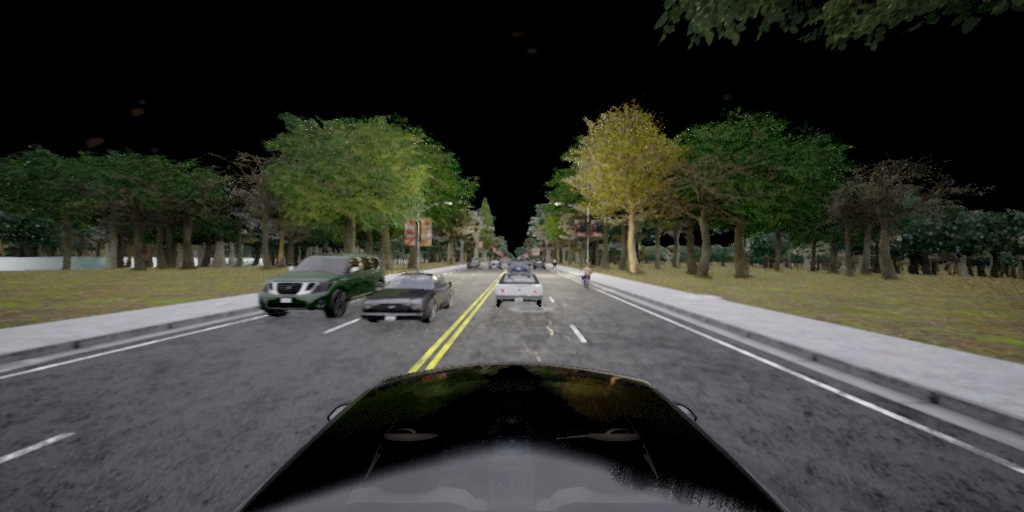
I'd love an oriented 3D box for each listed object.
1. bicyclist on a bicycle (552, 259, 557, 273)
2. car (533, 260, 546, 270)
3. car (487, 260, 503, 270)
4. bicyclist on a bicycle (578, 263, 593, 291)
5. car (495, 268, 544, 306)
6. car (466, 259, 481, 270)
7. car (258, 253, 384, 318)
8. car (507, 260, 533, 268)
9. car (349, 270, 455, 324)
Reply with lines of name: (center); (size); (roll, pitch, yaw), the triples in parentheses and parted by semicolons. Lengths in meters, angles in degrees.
bicyclist on a bicycle: (4.775, 1.203, 40.337); (0.659, 1.776, 1.843); (0, 0, 1)
car: (4.266, 1.390, 56.509); (1.812, 1.442, 4.674); (0, 0, 1)
car: (-2.470, 1.322, 52.911); (1.812, 1.442, 4.674); (0, 0, 1)
bicyclist on a bicycle: (4.448, 1.241, 21.479); (0.866, 1.612, 1.509); (1, 0, 1)
car: (0.304, 1.365, 15.757); (1.895, 1.301, 4.718); (0, 0, 1)
car: (-5.702, 1.276, 53.784); (1.837, 1.490, 4.892); (0, 0, 1)
car: (-6.437, 0.925, 13.062); (2.150, 2.045, 5.566); (0, 0, 1)
car: (0.625, 1.138, 34.056); (2.097, 1.767, 4.553); (0, 0, 1)
car: (-3.205, 1.279, 12.225); (2.033, 1.411, 5.357); (0, 0, 1)
